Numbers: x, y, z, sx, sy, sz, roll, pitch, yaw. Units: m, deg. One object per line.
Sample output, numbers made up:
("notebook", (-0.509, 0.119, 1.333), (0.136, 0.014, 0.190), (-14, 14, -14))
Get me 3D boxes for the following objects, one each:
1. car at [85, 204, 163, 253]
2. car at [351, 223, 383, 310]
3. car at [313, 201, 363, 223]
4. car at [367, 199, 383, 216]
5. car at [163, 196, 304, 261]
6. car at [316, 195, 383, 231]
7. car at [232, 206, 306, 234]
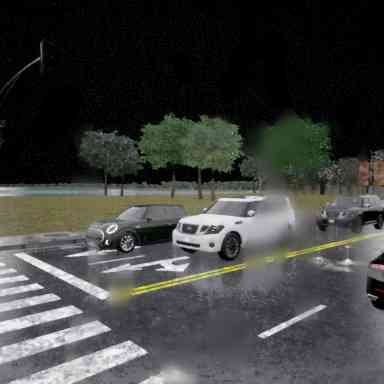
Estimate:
("car", (-1.962, 1.298, 13.524), (4.553, 1.767, 2.097), (0, 0, -43))
("car", (5.221, 1.499, 6.751), (4.902, 1.511, 2.128), (0, 0, -43))
("car", (11.416, 1.498, 25.848), (4.674, 1.442, 1.812), (0, 0, -43))
("car", (19.027, 1.514, 32.777), (4.674, 1.442, 1.812), (0, 0, -44))
("car", (1.860, 1.191, 12.625), (5.566, 2.045, 2.150), (0, 0, -43))
("car", (9.484, 1.206, 19.655), (5.566, 2.045, 2.150), (0, 0, -43))
("car", (4.644, 1.560, 19.622), (4.718, 1.301, 1.895), (0, 0, -43))
